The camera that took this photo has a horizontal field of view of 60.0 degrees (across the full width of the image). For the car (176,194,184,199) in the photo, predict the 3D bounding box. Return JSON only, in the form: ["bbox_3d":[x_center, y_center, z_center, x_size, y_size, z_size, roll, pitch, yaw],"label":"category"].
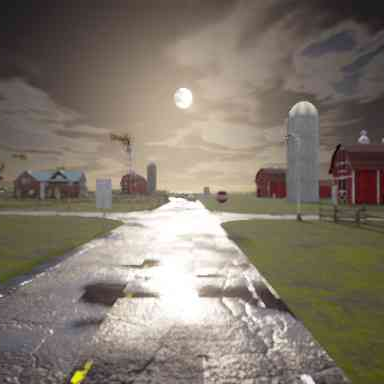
[{"bbox_3d":[-3.008,1.163,83.030,1.994,1.385,4.181,0,0,-2],"label":"car"}]

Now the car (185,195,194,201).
[{"bbox_3d":[-0.736,1.470,89.040,1.837,1.490,4.892,0,0,-6],"label":"car"}]

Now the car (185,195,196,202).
[{"bbox_3d":[-0.069,1.526,78.931,2.128,1.511,4.902,0,0,-2],"label":"car"}]
